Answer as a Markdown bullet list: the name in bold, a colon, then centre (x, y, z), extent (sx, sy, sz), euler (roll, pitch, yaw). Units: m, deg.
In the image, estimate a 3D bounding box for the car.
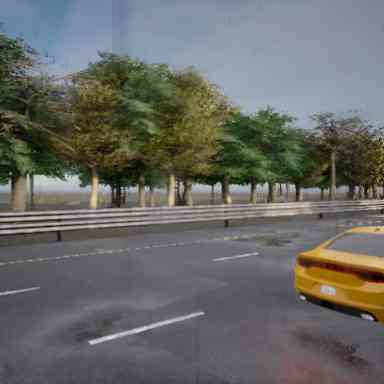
- **car**: centre (4.257, 1.452, 6.903), extent (5.008, 1.535, 1.882), euler (0, 0, -35)
